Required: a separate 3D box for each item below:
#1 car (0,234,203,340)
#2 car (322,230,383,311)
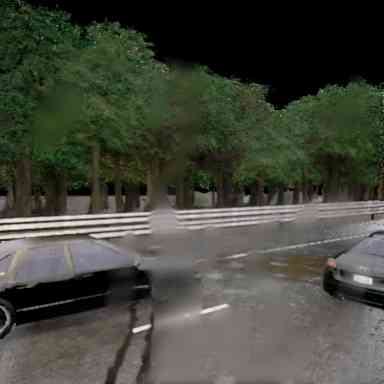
[{"bbox_3d":[-2.393,1.537,6.338,5.357,1.411,2.033,0,0,-35],"label":"car"},{"bbox_3d":[4.668,1.510,7.071,4.181,1.385,1.994,0,0,-35],"label":"car"}]
